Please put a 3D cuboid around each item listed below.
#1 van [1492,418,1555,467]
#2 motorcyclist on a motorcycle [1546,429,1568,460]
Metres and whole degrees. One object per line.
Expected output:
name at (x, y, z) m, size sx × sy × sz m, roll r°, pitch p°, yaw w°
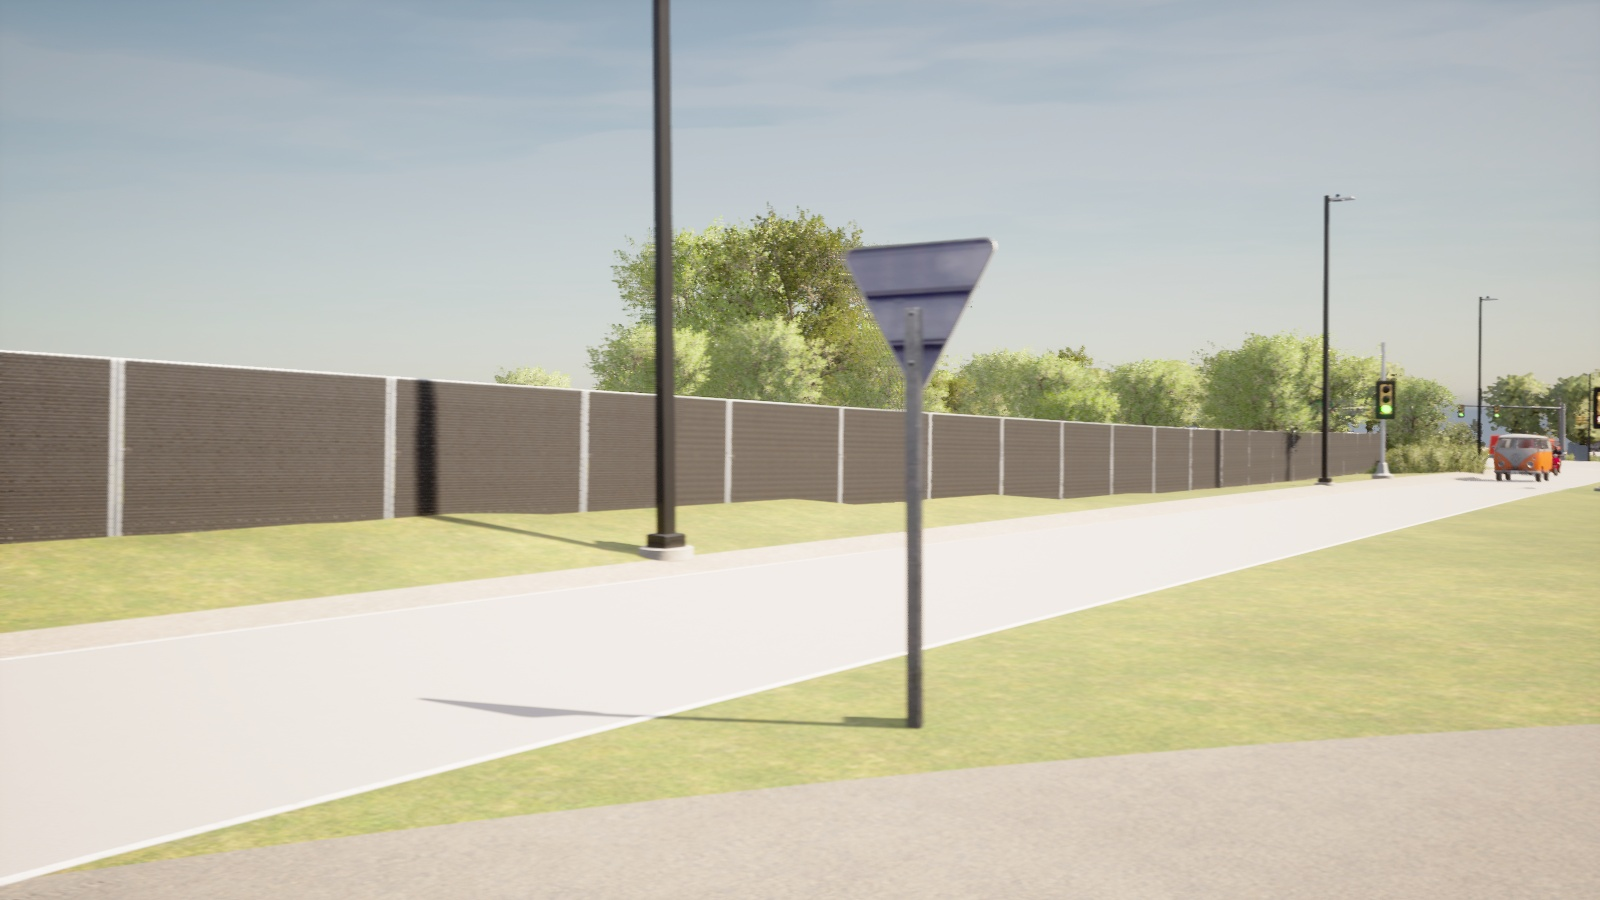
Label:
van at (30.526, -0.324, 52.941) m, size 1.775 × 1.987 × 4.442 m, roll 0°, pitch 0°, yaw 37°
motorcyclist on a motorcycle at (38.874, -0.280, 64.478) m, size 0.866 × 1.590 × 1.817 m, roll 0°, pitch 0°, yaw 34°
